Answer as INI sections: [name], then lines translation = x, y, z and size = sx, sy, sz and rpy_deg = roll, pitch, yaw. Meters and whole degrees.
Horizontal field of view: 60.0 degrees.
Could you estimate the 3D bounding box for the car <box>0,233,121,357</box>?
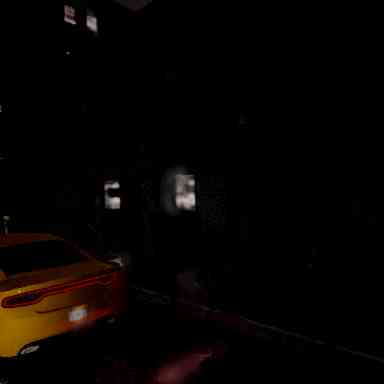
[car]
translation = -3.340, 1.496, 6.077
size = 5.008, 1.535, 1.882
rpy_deg = -1, 1, 42
